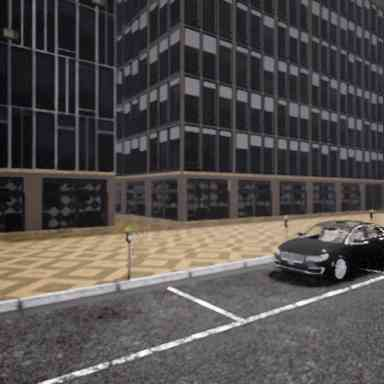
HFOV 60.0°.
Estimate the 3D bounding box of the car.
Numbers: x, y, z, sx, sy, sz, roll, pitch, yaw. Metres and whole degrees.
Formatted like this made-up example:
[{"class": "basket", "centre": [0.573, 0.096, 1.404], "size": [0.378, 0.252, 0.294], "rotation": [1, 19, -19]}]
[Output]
[{"class": "car", "centre": [4.257, 1.522, 9.593], "size": [4.403, 1.369, 2.008], "rotation": [0, 0, -36]}]
